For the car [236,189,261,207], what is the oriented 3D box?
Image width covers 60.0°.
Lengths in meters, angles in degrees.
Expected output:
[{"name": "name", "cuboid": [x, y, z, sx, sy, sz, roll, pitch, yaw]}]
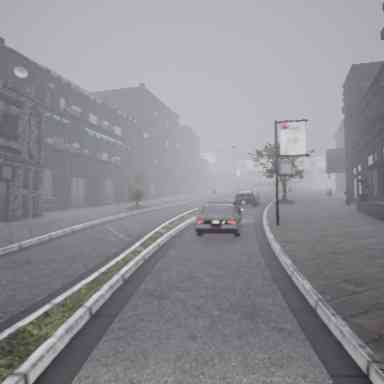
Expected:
[{"name": "car", "cuboid": [5.007, 0.499, 29.953, 1.837, 1.490, 4.892, -1, 2, 17]}]

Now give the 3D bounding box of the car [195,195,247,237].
[{"name": "car", "cuboid": [1.330, 1.109, 15.142, 2.033, 1.411, 5.357, -1, 2, 10]}]
